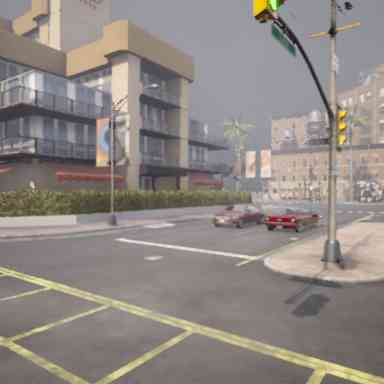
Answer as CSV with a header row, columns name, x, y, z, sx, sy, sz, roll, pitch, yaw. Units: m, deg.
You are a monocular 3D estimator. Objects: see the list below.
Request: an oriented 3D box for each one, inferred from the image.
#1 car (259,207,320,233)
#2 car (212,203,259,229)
name,x,y,z,sx,sy,sz,roll,pitch,yaw
car,5.989,1.565,19.673,1.895,1.301,4.718,0,0,36
car,3.142,1.471,21.707,1.812,1.442,4.674,0,0,36
